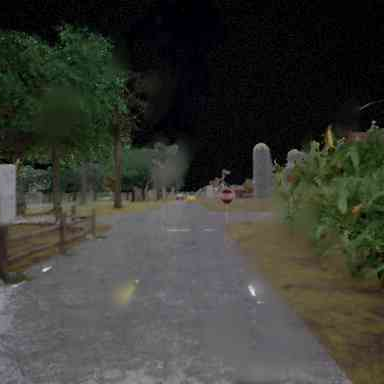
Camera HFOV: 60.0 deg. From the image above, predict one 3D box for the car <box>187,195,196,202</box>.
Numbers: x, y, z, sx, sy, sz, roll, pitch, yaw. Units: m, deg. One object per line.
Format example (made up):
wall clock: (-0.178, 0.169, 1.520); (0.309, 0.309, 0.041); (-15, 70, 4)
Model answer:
car: (-0.103, 1.525, 74.888); (1.882, 1.535, 5.008); (0, -1, 0)

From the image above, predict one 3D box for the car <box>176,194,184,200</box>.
car: (-2.860, 1.198, 79.475); (1.882, 1.535, 5.008); (0, -1, 0)
